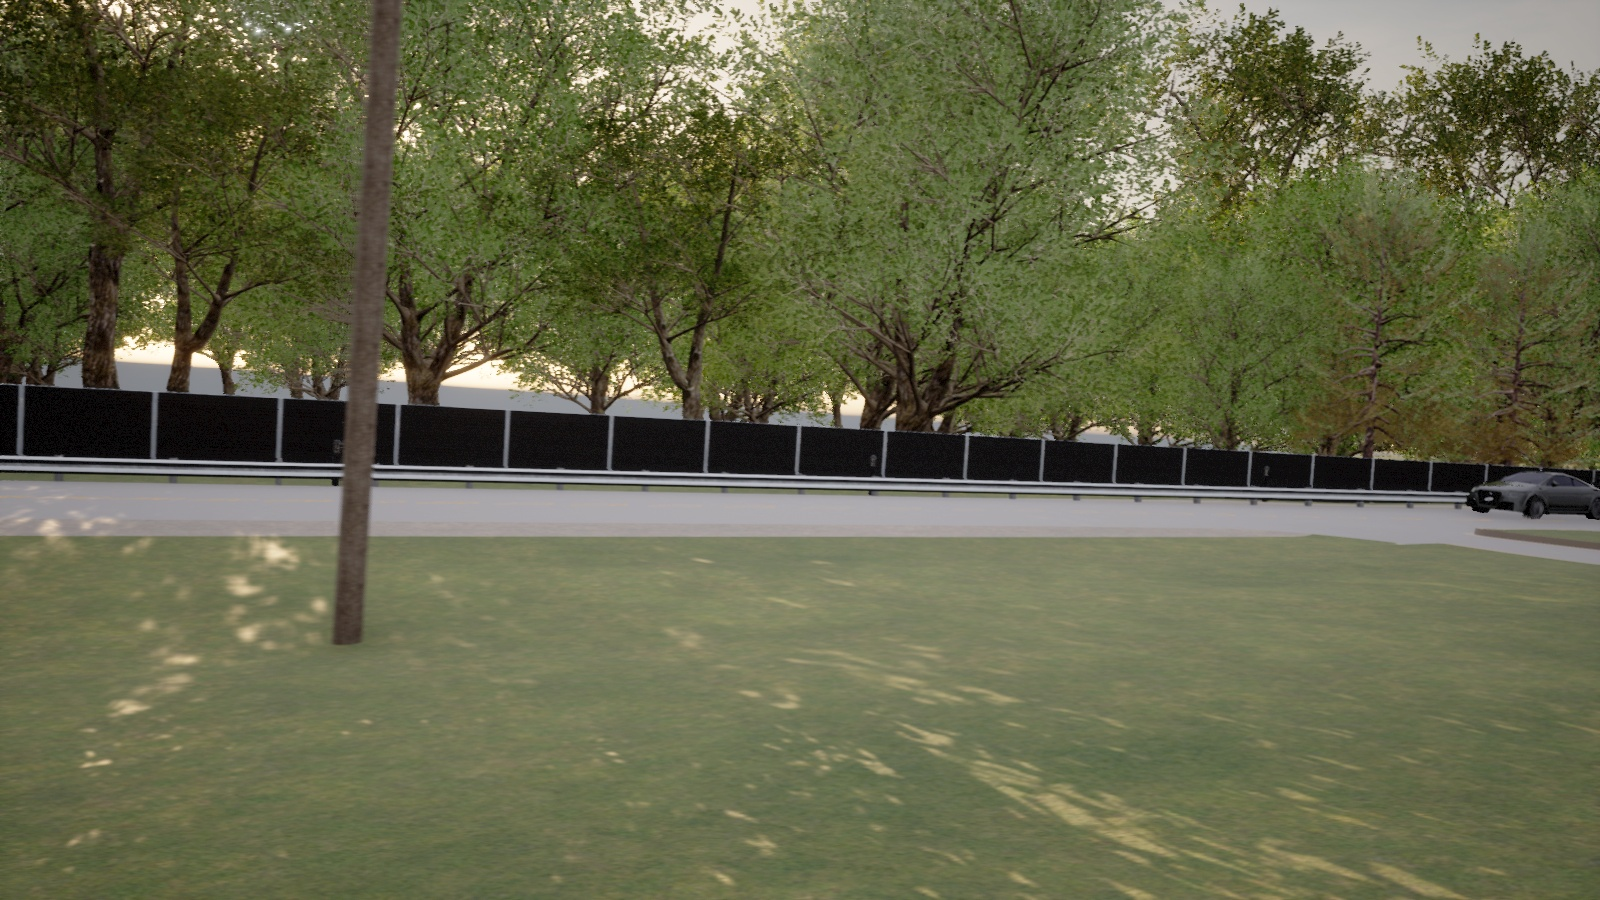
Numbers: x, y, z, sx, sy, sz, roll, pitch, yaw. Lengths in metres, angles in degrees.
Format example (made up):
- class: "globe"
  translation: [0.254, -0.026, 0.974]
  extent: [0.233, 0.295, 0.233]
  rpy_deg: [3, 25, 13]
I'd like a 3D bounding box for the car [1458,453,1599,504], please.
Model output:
- class: "car"
  translation: [22.393, 0.849, 38.077]
  extent: [4.181, 1.385, 1.994]
  rpy_deg: [1, 3, -21]
